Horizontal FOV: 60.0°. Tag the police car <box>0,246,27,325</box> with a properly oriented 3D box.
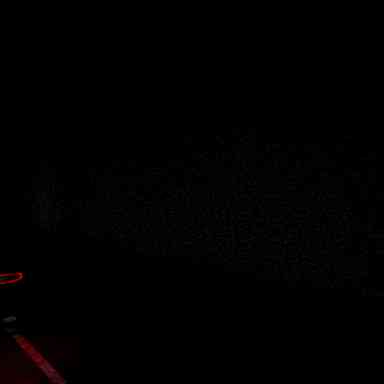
[{"bbox_3d":[-4.842,1.425,6.431,1.930,1.638,5.238,0,0,-43],"label":"police car"}]
